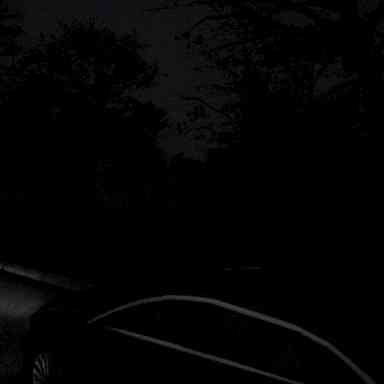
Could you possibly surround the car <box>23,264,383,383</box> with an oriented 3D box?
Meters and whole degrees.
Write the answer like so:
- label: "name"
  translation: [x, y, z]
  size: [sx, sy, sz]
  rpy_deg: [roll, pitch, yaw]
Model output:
- label: "car"
  translation: [0.312, 1.491, 3.155]
  size: [4.902, 1.511, 2.128]
  rpy_deg: [0, 0, 35]
